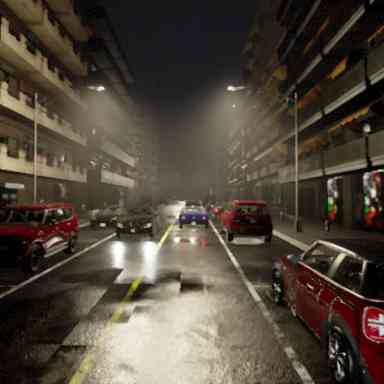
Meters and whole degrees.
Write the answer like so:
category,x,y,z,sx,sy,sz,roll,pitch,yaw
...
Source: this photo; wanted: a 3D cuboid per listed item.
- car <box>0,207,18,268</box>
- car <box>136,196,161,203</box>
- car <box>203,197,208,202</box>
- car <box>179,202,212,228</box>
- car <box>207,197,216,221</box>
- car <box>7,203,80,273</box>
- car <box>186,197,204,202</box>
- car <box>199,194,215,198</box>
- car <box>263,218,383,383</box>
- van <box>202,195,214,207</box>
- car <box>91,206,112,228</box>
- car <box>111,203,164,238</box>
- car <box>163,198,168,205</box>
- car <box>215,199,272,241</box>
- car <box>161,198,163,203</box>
category,x,y,z,sx,sy,sz,roll,pitch,yaw
car,-5.289,1.317,5.353,2.192,1.841,5.009,1,0,0
car,-5.279,1.355,38.535,2.192,1.841,5.009,1,0,0
car,2.562,1.622,38.477,1.802,1.307,4.206,1,0,0
car,0.108,1.614,22.375,1.895,1.301,4.718,0,0,0
car,2.561,1.460,27.415,1.967,1.590,4.097,1,0,0
car,-5.287,1.319,10.883,2.192,1.841,5.009,1,0,0
car,0.115,1.610,40.993,1.994,1.385,4.181,0,0,0
car,2.571,1.384,49.540,2.192,1.841,5.009,1,0,0
car,2.595,1.442,5.290,1.967,1.590,4.097,1,0,0
van,2.572,1.427,55.072,1.690,1.788,3.998,1,0,0
car,-5.290,1.578,21.945,1.947,1.339,4.313,1,0,0
car,-2.744,1.534,17.795,1.812,1.442,4.674,0,0,0
car,-5.278,1.687,60.660,1.802,1.307,4.206,1,0,0
car,2.560,1.322,16.351,2.192,1.841,5.009,1,0,0
car,-5.283,1.598,44.066,1.887,1.381,4.507,1,0,0
